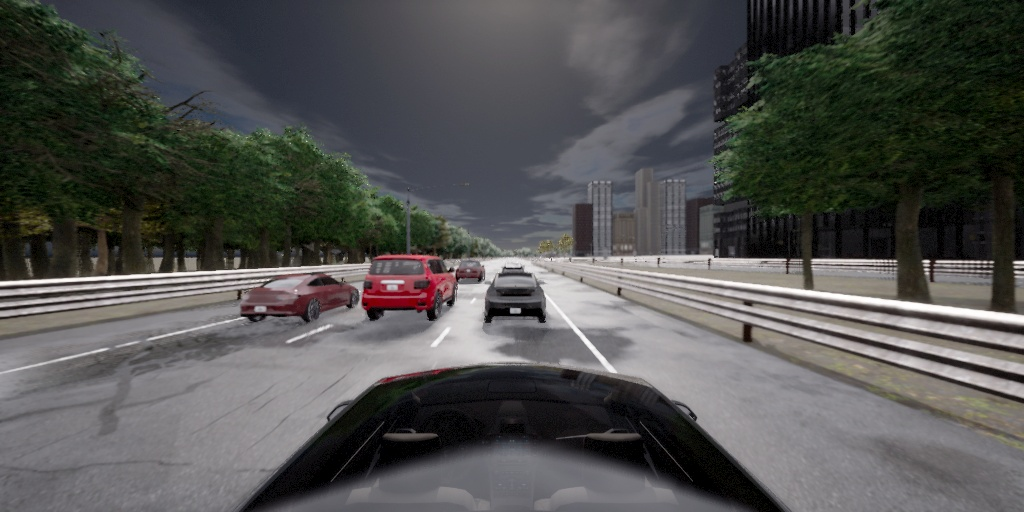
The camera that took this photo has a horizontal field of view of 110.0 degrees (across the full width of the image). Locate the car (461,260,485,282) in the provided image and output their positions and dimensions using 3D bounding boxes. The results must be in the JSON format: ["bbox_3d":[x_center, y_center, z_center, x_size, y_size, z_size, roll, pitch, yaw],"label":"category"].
[{"bbox_3d":[-3.401,1.154,30.050,2.097,1.767,4.553,0,0,0],"label":"car"}]

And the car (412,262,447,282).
[{"bbox_3d":[-6.900,1.308,30.395,1.837,1.490,4.892,0,0,0],"label":"car"}]

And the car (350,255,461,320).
[{"bbox_3d":[-3.400,0.992,12.872,2.150,2.045,5.566,0,0,0],"label":"car"}]

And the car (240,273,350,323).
[{"bbox_3d":[-6.902,1.295,12.137,1.812,1.442,4.674,0,0,0],"label":"car"}]

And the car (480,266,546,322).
[{"bbox_3d":[0.098,1.274,12.341,1.837,1.490,4.892,0,0,0],"label":"car"}]

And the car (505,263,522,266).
[{"bbox_3d":[0.100,1.294,30.261,2.128,1.511,4.902,0,0,0],"label":"car"}]
